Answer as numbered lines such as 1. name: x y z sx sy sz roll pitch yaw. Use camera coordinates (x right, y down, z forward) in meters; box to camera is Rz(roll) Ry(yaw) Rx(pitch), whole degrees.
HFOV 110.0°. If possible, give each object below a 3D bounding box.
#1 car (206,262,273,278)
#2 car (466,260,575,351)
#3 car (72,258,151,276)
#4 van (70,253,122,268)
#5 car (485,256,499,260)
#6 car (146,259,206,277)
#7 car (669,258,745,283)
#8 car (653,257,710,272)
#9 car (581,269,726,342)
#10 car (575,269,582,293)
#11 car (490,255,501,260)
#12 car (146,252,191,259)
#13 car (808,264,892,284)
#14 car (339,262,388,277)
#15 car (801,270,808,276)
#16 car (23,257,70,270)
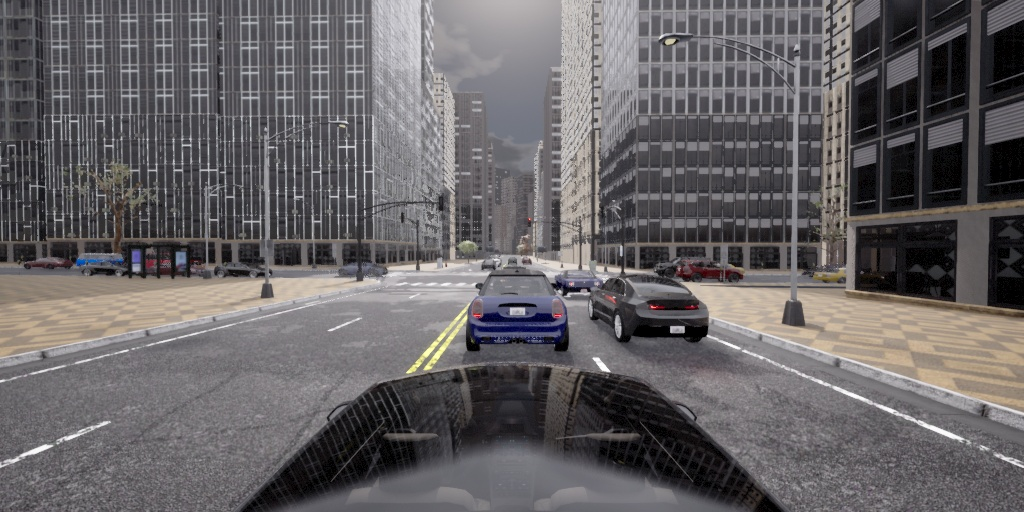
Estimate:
1. car: -22.683 1.174 30.302 4.313 1.339 1.948 0 0 1
2. car: 0.112 1.098 9.111 2.097 1.767 4.553 0 0 0
3. car: -34.047 1.069 30.628 4.313 1.339 1.948 0 0 1
4. van: -45.223 0.605 39.308 3.998 1.789 1.690 0 0 1
5. car: -3.260 1.192 50.645 1.882 1.535 5.008 0 0 0
6. car: -28.367 1.138 30.445 4.207 1.307 1.802 0 0 1
7. car: 16.241 1.269 29.707 5.009 1.841 2.192 0 0 1
8. car: 16.986 1.089 35.467 5.566 2.045 2.150 1 1 1
9. car: 3.363 1.251 9.717 1.837 1.490 4.892 0 0 0
10. car: 3.380 1.341 19.027 1.895 1.301 4.718 0 0 0
11. car: -3.210 0.919 63.040 2.150 2.045 5.566 0 0 1
12. car: -31.656 0.704 33.202 5.566 2.045 2.150 1 1 1
13. car: 27.689 1.579 29.491 4.829 1.417 1.751 0 0 1
14. car: -13.621 1.207 33.000 4.181 1.385 1.994 0 1 -2
15. car: 31.695 1.543 35.192 5.357 1.411 2.033 0 1 1
16. car: -50.905 0.793 39.433 4.207 1.307 1.802 0 0 1
